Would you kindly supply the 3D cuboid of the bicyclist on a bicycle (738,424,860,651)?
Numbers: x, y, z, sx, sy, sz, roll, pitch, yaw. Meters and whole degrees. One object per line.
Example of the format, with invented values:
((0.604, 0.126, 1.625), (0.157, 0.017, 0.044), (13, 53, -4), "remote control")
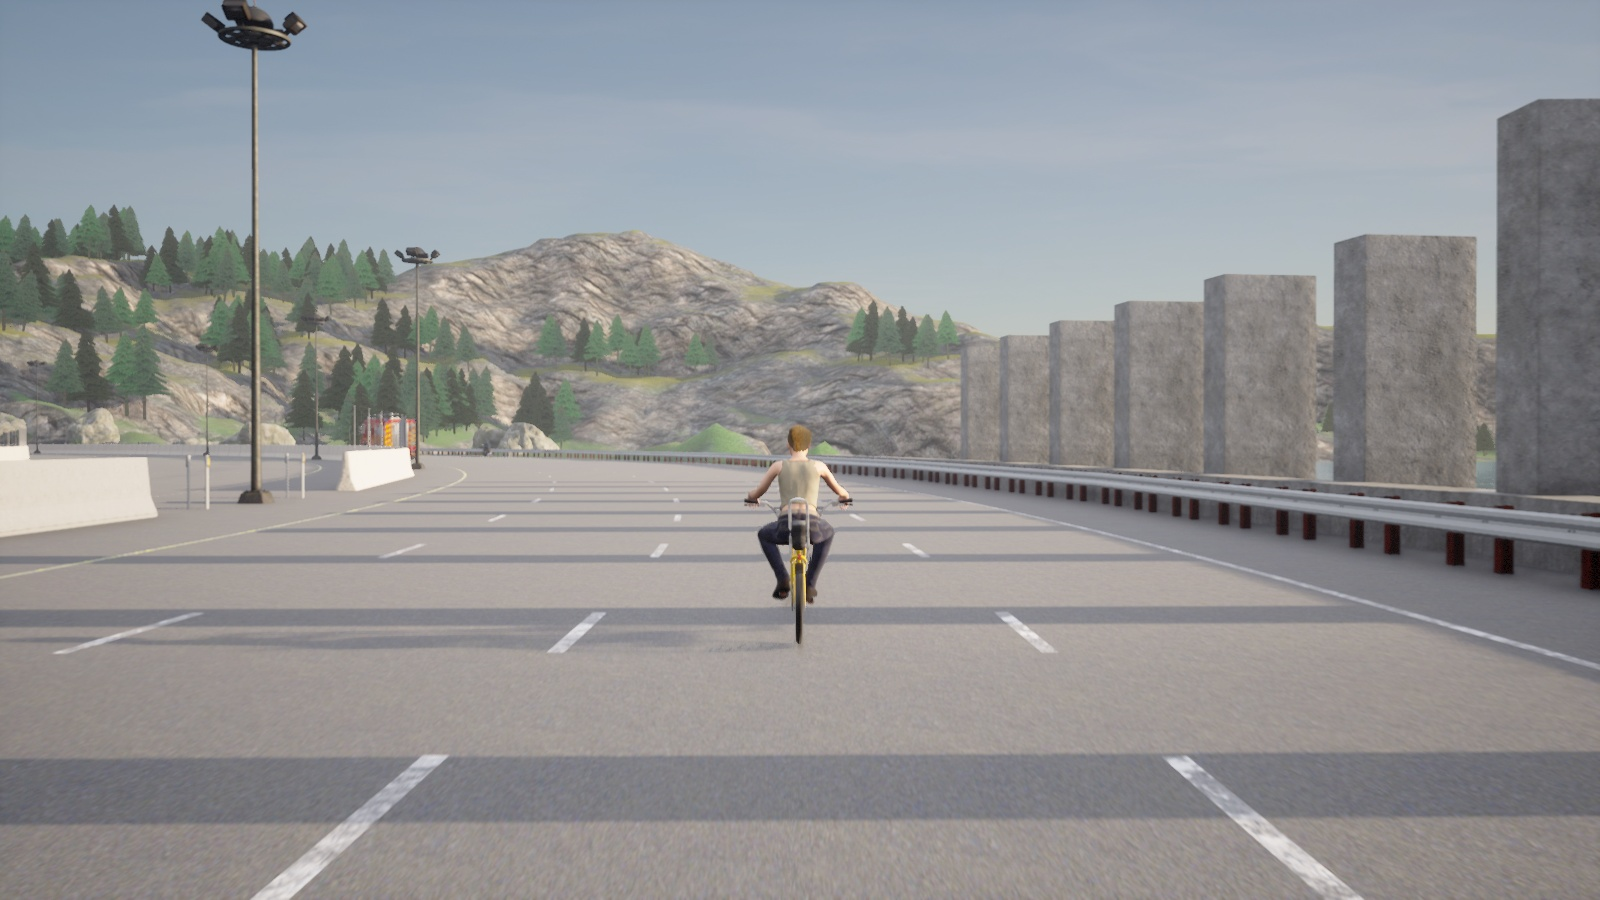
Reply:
((-0.010, 0.619, 9.686), (0.866, 1.612, 1.509), (0, 0, 0), "bicyclist on a bicycle")
